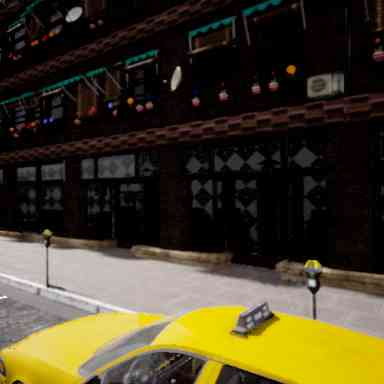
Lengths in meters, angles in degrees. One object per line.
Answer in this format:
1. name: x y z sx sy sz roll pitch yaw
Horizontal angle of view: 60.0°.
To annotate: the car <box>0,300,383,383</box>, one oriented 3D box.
1. car: 0.228 1.528 2.570 4.829 1.417 1.752 0 -1 36
